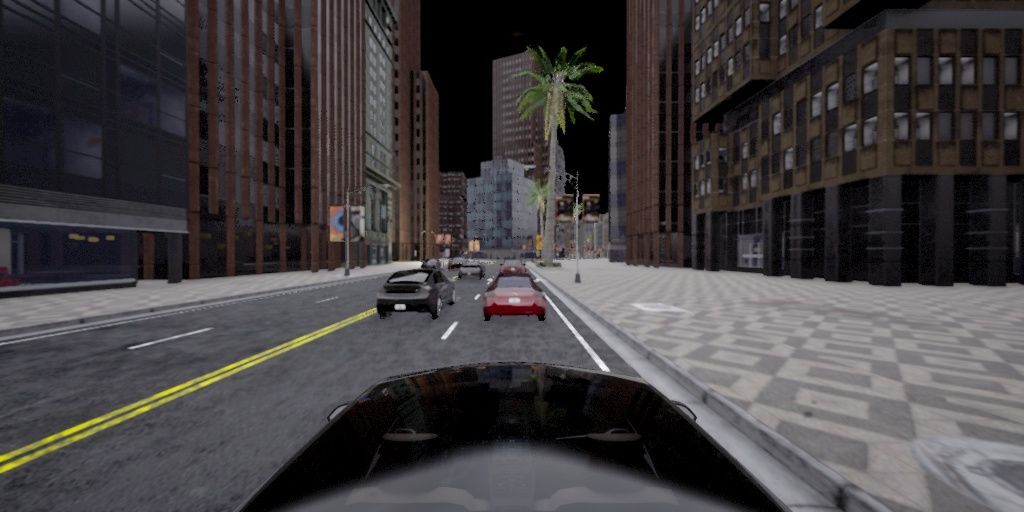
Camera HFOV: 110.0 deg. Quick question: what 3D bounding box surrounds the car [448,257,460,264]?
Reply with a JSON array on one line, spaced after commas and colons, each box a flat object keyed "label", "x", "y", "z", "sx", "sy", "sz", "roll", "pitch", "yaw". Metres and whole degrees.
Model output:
[{"label": "car", "x": -6.603, "y": 0.890, "z": 44.060, "sx": 2.097, "sy": 1.767, "sz": 4.553, "roll": 0, "pitch": 0, "yaw": 0}]

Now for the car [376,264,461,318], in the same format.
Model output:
[{"label": "car", "x": -3.174, "y": 1.197, "z": 12.644, "sx": 1.837, "sy": 1.490, "sz": 4.892, "roll": 0, "pitch": 0, "yaw": 0}]

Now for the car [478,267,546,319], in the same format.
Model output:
[{"label": "car", "x": 0.075, "y": 1.257, "z": 12.472, "sx": 1.994, "sy": 1.385, "sz": 4.181, "roll": 0, "pitch": 0, "yaw": 0}]

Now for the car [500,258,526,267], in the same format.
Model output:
[{"label": "car", "x": 0.073, "y": 0.961, "z": 28.941, "sx": 2.097, "sy": 1.767, "sz": 4.553, "roll": 0, "pitch": 0, "yaw": 0}]

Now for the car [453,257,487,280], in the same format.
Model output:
[{"label": "car", "x": -3.175, "y": 1.100, "z": 29.181, "sx": 2.128, "sy": 1.511, "sz": 4.902, "roll": 0, "pitch": 0, "yaw": 0}]

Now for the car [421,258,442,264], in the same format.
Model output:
[{"label": "car", "x": -9.854, "y": 1.046, "z": 43.991, "sx": 1.837, "sy": 1.490, "sz": 4.892, "roll": 0, "pitch": 0, "yaw": 0}]
